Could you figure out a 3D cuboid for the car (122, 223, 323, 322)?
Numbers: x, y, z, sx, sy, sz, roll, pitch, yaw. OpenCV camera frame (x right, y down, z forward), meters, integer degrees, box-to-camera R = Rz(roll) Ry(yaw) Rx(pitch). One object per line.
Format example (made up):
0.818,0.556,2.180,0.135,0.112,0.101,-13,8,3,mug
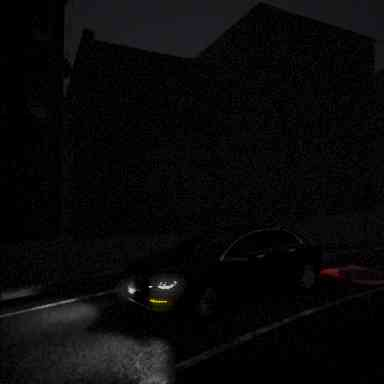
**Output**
0.891,1.479,7.270,4.892,1.490,1.837,0,-1,-36,car
